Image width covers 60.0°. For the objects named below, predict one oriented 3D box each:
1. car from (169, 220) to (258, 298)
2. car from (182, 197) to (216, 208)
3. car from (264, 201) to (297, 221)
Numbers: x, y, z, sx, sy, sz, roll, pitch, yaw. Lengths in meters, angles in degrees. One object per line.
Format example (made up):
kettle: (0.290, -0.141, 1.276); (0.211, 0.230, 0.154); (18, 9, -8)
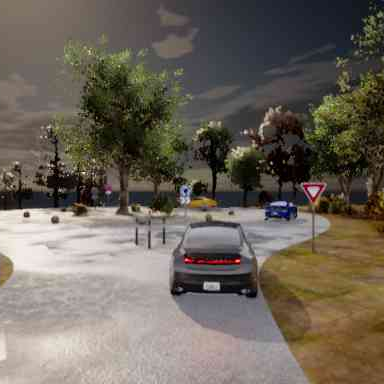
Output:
car: (0.601, 1.493, 8.562); (1.837, 1.490, 4.892); (0, 0, 6)
car: (0.868, 1.420, 44.531); (5.008, 1.535, 1.882); (0, -1, 34)
car: (7.248, 1.442, 26.908); (1.882, 1.535, 5.008); (1, 0, 26)
